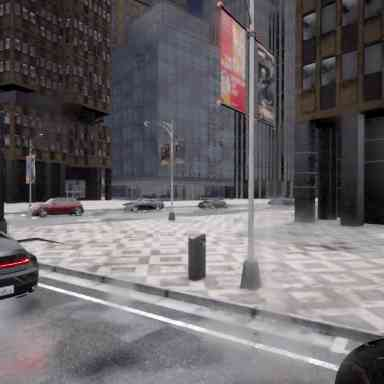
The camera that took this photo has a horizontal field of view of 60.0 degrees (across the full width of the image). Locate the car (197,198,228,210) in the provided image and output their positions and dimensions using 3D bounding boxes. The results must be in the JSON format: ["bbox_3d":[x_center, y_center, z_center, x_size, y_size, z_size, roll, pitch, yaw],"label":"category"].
[{"bbox_3d":[2.623,1.518,42.554,4.181,1.385,1.994,0,0,-41],"label":"car"}]

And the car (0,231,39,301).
[{"bbox_3d":[-5.309,1.503,7.241,4.892,1.490,1.837,0,0,34],"label":"car"}]

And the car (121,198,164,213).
[{"bbox_3d":[-5.234,1.436,35.674,4.902,1.511,2.128,0,0,-41],"label":"car"}]

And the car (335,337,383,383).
[{"bbox_3d":[3.244,1.478,1.342,5.008,1.535,1.882,0,0,36],"label":"car"}]

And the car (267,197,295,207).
[{"bbox_3d":[14.199,1.522,52.603,5.357,1.411,2.033,0,0,-41],"label":"car"}]

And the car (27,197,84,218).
[{"bbox_3d":[-12.093,1.292,29.653,4.553,1.767,2.097,0,0,-41],"label":"car"}]
